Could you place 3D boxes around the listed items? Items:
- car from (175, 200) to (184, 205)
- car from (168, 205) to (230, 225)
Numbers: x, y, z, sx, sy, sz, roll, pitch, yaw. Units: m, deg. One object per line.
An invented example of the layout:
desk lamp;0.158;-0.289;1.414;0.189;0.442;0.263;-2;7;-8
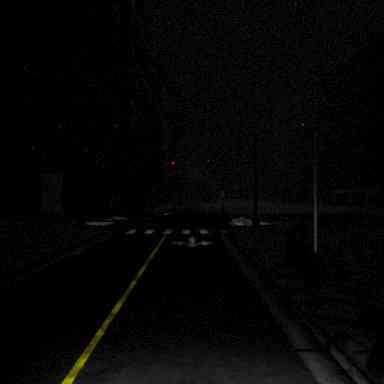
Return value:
car;-2.569;2.373;72.178;2.033;1.411;5.357;0;-1;0
car;0.570;1.862;25.941;4.718;1.301;1.895;0;-1;0
